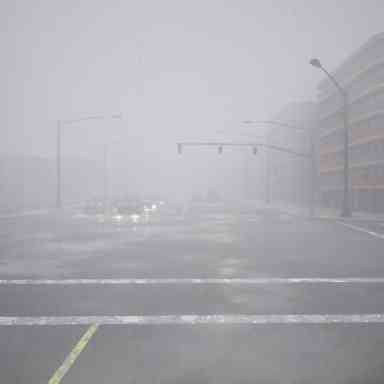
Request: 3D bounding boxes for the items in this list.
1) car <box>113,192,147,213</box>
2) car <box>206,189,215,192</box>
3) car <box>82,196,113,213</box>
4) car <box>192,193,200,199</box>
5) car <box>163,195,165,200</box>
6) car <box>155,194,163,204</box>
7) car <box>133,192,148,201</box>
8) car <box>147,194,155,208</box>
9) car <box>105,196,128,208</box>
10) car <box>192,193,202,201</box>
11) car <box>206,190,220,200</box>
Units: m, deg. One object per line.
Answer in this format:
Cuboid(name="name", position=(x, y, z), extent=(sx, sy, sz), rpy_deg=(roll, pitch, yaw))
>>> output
Cuboid(name="car", position=(-6.335, 1.226, 34.463), extent=(2.097, 1.767, 4.553), rpy_deg=(0, 1, 0))
Cuboid(name="car", position=(4.387, 0.425, 75.867), extent=(2.150, 2.045, 5.566), rpy_deg=(0, 1, 0))
Cuboid(name="car", position=(-9.833, 1.225, 34.806), extent=(2.097, 1.767, 4.553), rpy_deg=(0, 1, 0))
Cuboid(name="car", position=(0.886, 0.792, 76.127), extent=(1.895, 1.301, 4.718), rpy_deg=(0, 1, 0))
Cuboid(name="car", position=(-6.208, 1.012, 62.756), extent=(1.895, 1.301, 4.718), rpy_deg=(0, 1, 1))
Cuboid(name="car", position=(-6.276, 1.080, 52.627), extent=(2.128, 1.511, 4.902), rpy_deg=(0, 1, 0))
Cuboid(name="car", position=(-9.702, 0.896, 63.144), extent=(2.128, 1.511, 4.902), rpy_deg=(0, 1, 1))
Cuboid(name="car", position=(-6.309, 1.277, 43.346), extent=(1.812, 1.442, 4.674), rpy_deg=(0, 1, 0))
Cuboid(name="car", position=(-9.808, 1.314, 43.449), extent=(1.994, 1.385, 4.181), rpy_deg=(0, 1, 0))
Cuboid(name="car", position=(0.955, 0.842, 65.392), extent=(1.882, 1.535, 5.008), rpy_deg=(0, 1, 0))
Cuboid(name="car", position=(4.457, 0.919, 65.884), extent=(1.994, 1.385, 4.181), rpy_deg=(0, 1, 0))
